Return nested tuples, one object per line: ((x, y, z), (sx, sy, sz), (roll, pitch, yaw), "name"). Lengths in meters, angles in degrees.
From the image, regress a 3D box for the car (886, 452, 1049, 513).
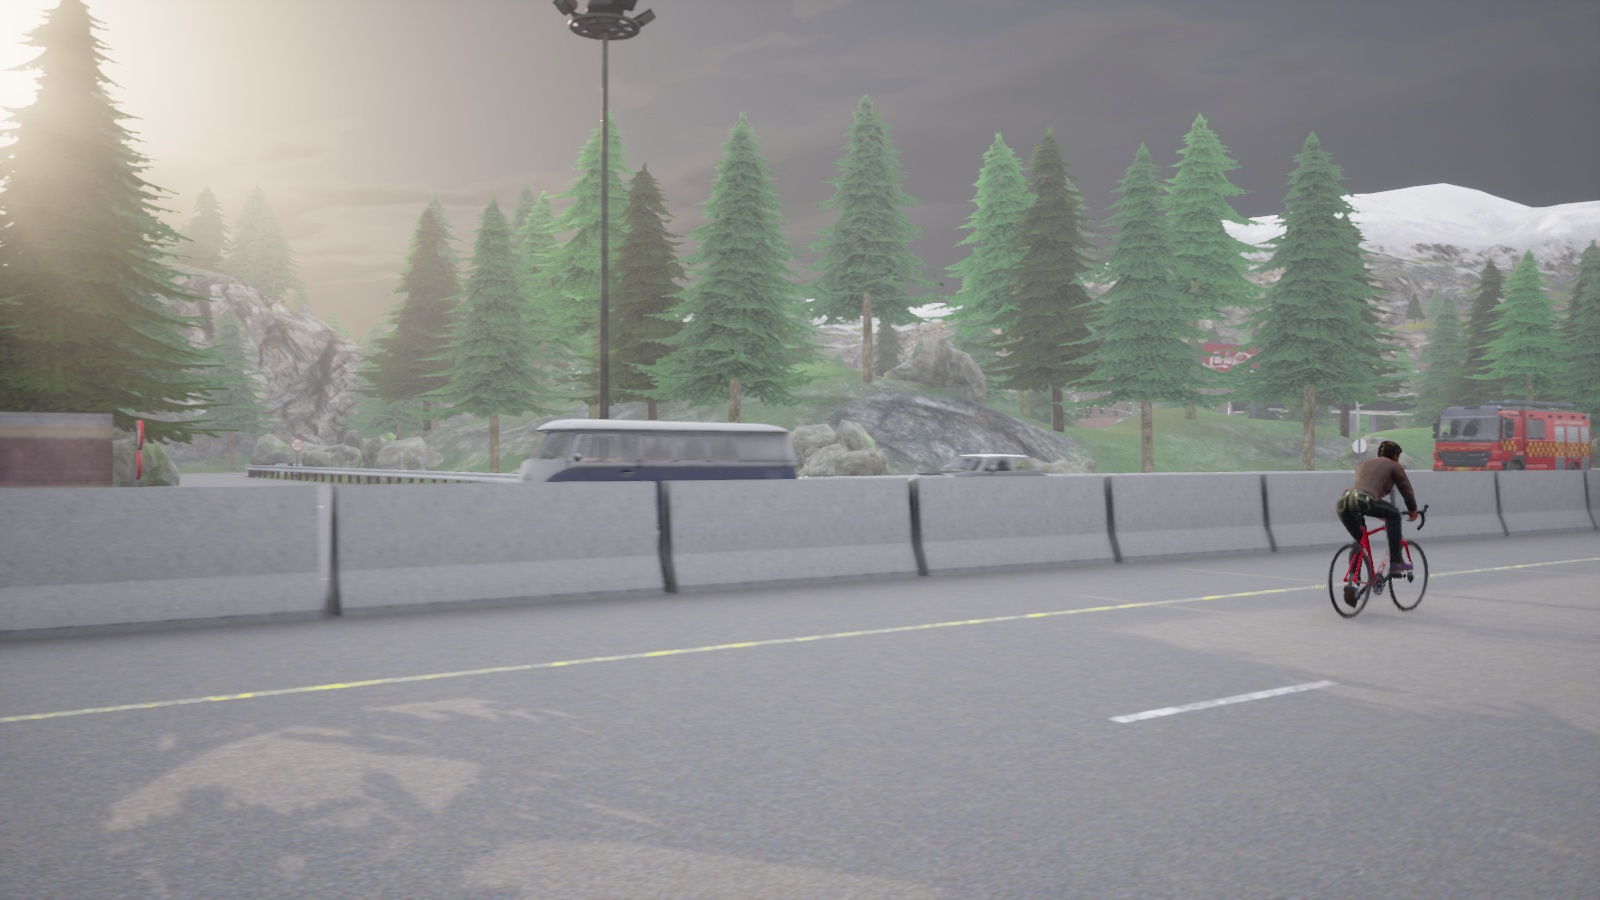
((4.322, 0.781, 32.248), (3.806, 1.475, 1.970), (0, 0, -35), "car")

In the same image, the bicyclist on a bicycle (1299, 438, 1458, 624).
((5.395, 0.715, 11.676), (1.656, 1.620, 0.582), (0, 0, -35), "bicyclist on a bicycle")

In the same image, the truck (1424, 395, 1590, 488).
((31.063, -0.349, 55.018), (8.468, 3.827, 2.891), (0, 0, -35), "truck")

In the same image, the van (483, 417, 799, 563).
((-2.352, 0.550, 19.078), (4.442, 1.987, 1.775), (0, 0, -35), "van")
